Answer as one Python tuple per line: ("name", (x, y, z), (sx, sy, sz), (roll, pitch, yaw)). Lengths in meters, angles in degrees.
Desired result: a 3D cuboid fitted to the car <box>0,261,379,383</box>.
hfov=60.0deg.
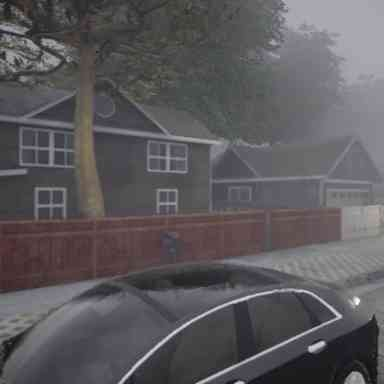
("car", (-0.214, 1.510, 2.918), (4.892, 1.490, 1.837), (0, 0, -36))
